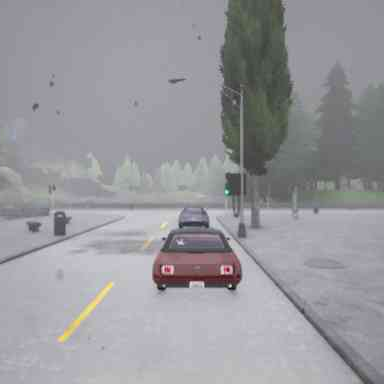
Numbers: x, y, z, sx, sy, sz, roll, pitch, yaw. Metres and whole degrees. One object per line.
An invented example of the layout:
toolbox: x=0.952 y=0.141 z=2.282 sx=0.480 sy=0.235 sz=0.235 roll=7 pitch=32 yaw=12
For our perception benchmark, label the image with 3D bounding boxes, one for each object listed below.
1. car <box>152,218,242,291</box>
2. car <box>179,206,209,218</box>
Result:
car: x=0.111 y=1.628 z=9.052 sx=1.895 sy=1.301 sz=4.718 roll=0 pitch=0 yaw=0
car: x=0.128 y=1.632 z=22.506 sx=1.994 sy=1.385 sz=4.181 roll=0 pitch=0 yaw=0
